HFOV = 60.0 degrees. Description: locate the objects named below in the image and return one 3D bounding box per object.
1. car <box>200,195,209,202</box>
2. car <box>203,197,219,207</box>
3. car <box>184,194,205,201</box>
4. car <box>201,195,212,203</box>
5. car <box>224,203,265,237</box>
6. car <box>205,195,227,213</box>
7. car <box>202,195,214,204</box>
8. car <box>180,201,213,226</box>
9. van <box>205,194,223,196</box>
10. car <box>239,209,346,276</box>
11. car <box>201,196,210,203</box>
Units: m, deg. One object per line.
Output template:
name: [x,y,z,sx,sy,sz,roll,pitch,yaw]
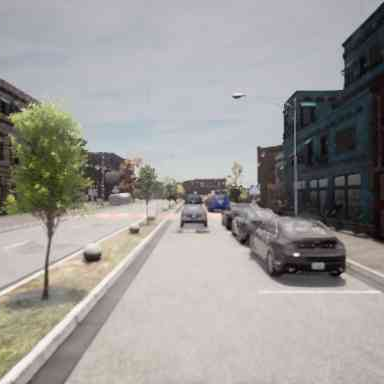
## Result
car: [3.081,1.554,82.212,2.185,1.767,4.553,0,0,0]
car: [3.054,1.536,54.504,2.231,1.521,4.892,0,0,0]
car: [0.146,1.248,41.126,2.150,2.045,5.566,0,0,0]
car: [3.070,1.487,71.042,2.185,1.767,4.553,0,0,0]
car: [3.013,1.500,15.978,2.231,1.521,4.892,0,0,0]
car: [3.041,1.548,43.464,2.002,1.452,4.674,0,0,0]
car: [3.064,1.457,65.522,2.185,1.767,4.553,0,0,0]
car: [0.113,1.568,23.276,2.033,1.411,5.357,0,0,0]
van: [3.048,1.293,49.107,1.878,1.987,4.442,0,0,0]
car: [3.007,1.495,10.331,2.231,1.521,4.892,0,0,0]
car: [3.075,1.687,76.717,2.002,1.452,4.674,0,0,0]
